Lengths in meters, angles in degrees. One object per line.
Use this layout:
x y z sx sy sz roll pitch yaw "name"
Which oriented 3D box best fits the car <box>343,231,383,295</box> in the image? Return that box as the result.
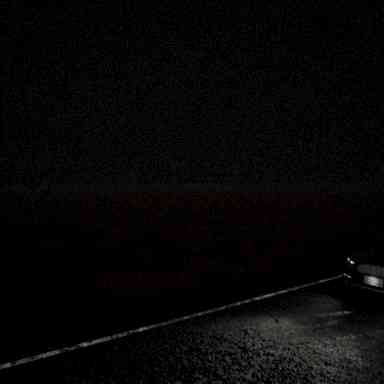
5.549 1.479 7.948 4.902 1.511 2.128 0 0 -36 "car"
